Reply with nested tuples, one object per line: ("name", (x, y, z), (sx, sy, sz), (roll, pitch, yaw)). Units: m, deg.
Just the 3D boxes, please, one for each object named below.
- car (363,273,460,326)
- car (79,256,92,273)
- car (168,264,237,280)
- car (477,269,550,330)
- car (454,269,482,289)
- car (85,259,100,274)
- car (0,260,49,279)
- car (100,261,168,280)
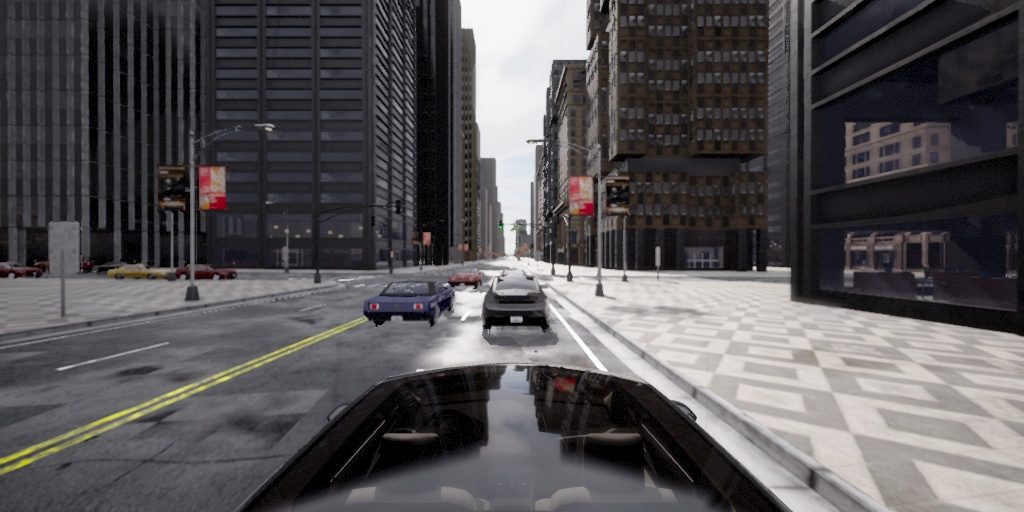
("car", (-3.145, 1.435, 12.048), (1.895, 1.301, 4.718), (0, 0, 0))
("car", (-48.560, 0.939, 39.008), (5.009, 1.841, 2.192), (0, 0, 0))
("car", (-26.018, 1.393, 30.599), (4.507, 1.381, 1.888), (0, 0, 0))
("car", (0.106, 1.336, 11.378), (1.837, 1.490, 4.892), (0, 0, 0))
("car", (-3.135, 1.535, 25.022), (1.895, 1.301, 4.718), (0, 0, 0))
("car", (-42.935, 1.241, 39.037), (4.313, 1.339, 1.948), (0, 0, 0))
("car", (-42.893, 1.250, 30.511), (4.507, 1.381, 1.888), (0, 0, 0))
("car", (-31.473, 1.328, 30.570), (4.829, 1.417, 1.751), (0, 0, 0))
